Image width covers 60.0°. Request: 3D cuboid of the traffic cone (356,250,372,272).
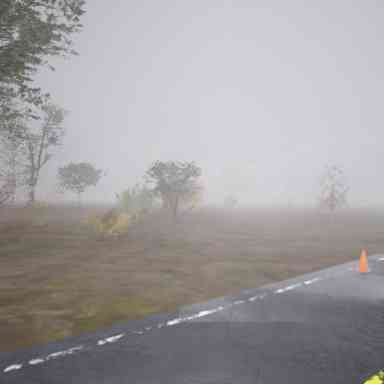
[{"bbox_3d":[5.096,2.034,9.874,0.340,0.580,0.340,1,0,-40],"label":"traffic cone"}]
